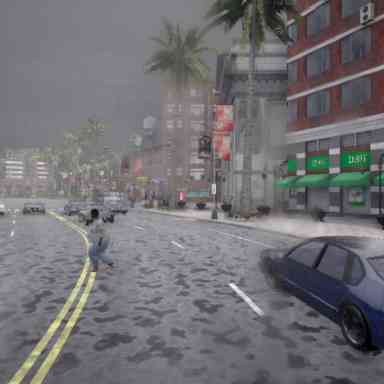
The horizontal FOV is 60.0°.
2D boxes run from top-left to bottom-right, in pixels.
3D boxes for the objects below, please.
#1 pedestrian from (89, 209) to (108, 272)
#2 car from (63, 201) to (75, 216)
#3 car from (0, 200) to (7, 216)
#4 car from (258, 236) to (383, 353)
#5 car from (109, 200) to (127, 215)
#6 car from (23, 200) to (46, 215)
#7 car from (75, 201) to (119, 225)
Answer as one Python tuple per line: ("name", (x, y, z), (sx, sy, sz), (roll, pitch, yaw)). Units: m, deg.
("pedestrian", (-2.583, 1.294, 9.201), (0.375, 1.860, 0.375), (0, 0, -13))
("car", (-11.501, 1.547, 32.934), (2.033, 1.411, 5.357), (0, 0, -27))
("car", (-19.369, 1.526, 32.654), (1.812, 1.442, 4.674), (0, 0, -27))
("car", (2.961, 1.548, 6.178), (2.033, 1.411, 5.357), (0, 0, -9))
("car", (-7.946, 1.547, 33.637), (2.033, 1.411, 5.357), (0, 0, -24))
("car", (-16.265, 1.565, 34.271), (1.994, 1.385, 4.181), (0, 0, -27))
("car", (-6.960, 1.564, 24.015), (1.994, 1.385, 4.181), (0, 0, -26))
